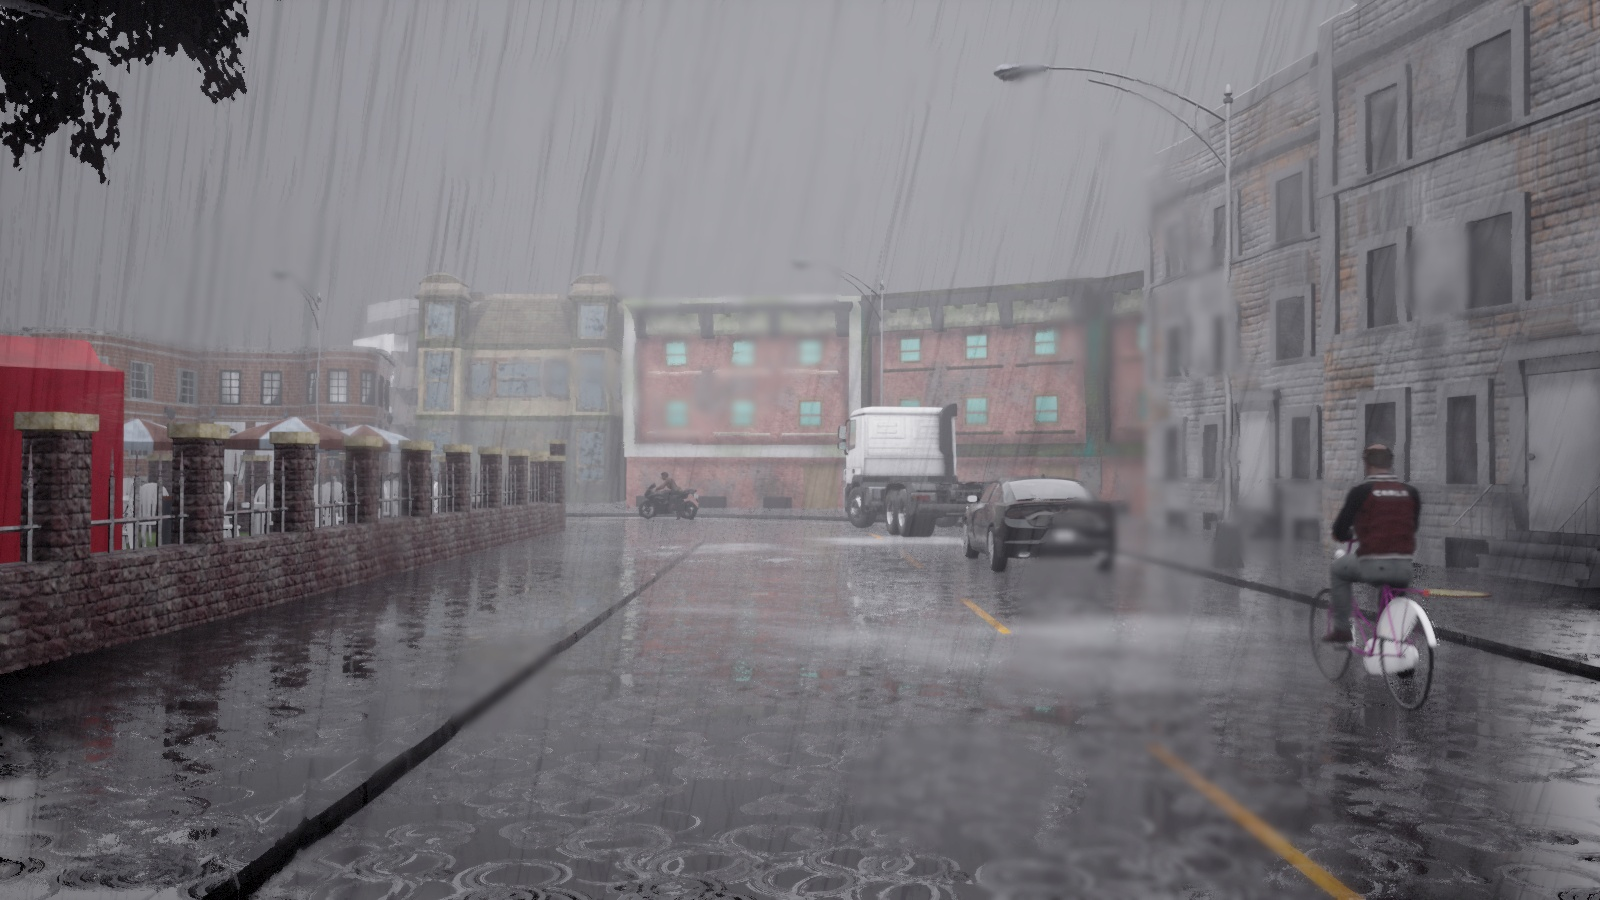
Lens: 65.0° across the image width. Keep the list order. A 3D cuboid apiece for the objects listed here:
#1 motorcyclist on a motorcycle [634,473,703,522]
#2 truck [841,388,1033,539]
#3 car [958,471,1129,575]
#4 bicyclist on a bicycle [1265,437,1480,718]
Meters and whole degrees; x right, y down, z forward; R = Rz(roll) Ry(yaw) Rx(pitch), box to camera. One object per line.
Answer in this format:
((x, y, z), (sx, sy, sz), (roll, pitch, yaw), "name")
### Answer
((-4.164, 1.483, 39.784), (2.044, 1.523, 0.797), (-1, -1, 17), "motorcyclist on a motorcycle")
((3.310, 0.374, 32.901), (2.891, 3.462, 7.936), (0, -1, -10), "truck")
((3.941, 1.132, 21.191), (1.882, 1.535, 5.008), (0, -1, 0), "car")
((3.975, 0.819, 8.890), (0.659, 1.776, 1.843), (0, -1, 0), "bicyclist on a bicycle")
